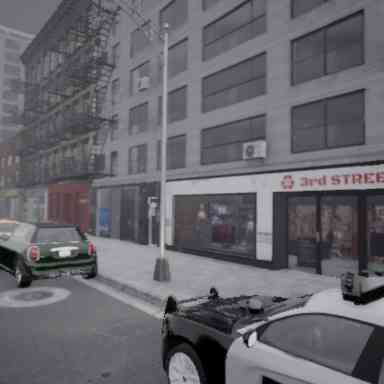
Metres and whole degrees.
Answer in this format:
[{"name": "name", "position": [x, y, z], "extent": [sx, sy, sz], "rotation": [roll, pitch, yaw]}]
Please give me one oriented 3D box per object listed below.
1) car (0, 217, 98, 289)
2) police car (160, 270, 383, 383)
[{"name": "car", "position": [-4.820, 1.722, 10.632], "extent": [2.097, 1.767, 4.553], "rotation": [3, -3, -40]}, {"name": "police car", "position": [1.586, 1.599, 3.136], "extent": [1.930, 1.638, 5.238], "rotation": [3, -3, -40]}]
